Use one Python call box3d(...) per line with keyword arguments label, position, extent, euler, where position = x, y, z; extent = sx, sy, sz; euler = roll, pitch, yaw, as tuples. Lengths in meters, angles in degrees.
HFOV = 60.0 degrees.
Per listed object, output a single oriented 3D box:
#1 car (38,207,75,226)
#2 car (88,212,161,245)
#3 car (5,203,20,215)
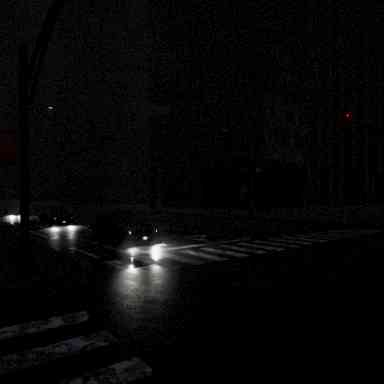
box3d(label="car", position=(-11.344, 1.941, 27.566), extent=(2.033, 1.411, 5.357), euler=(-1, 0, -36))
box3d(label="car", position=(-3.680, 1.731, 17.120), extent=(2.033, 1.411, 5.357), euler=(-1, -1, -36))
box3d(label="car", position=(-23.946, 2.242, 44.890), extent=(2.128, 1.511, 4.902), euler=(-1, -1, -36))
